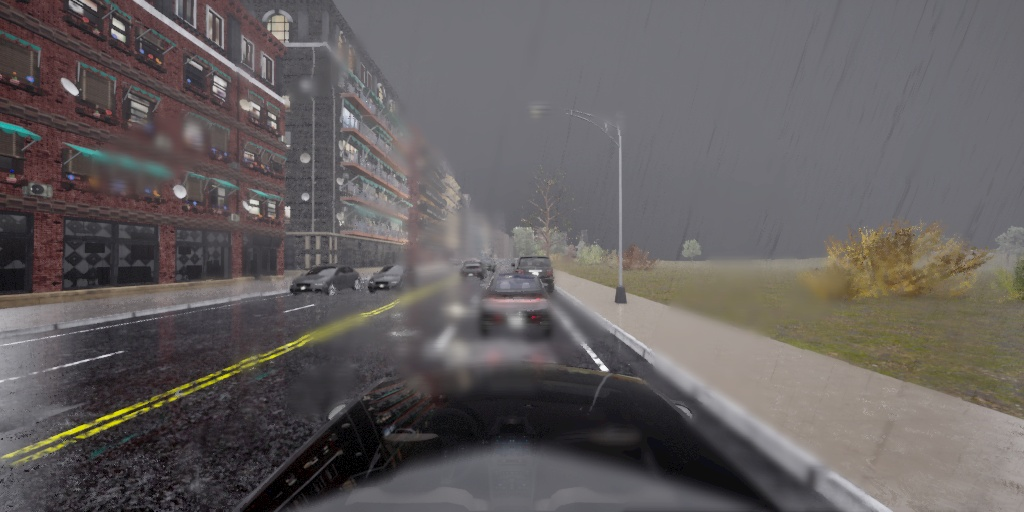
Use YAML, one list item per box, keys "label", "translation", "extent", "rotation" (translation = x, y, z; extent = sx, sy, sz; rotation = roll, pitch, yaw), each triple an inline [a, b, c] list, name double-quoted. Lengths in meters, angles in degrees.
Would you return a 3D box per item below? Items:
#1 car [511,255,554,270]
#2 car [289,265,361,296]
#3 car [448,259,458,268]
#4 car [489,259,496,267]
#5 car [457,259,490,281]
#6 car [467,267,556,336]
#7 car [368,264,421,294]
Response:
- label: "car"
  translation: [1.155, 0.978, 20.294]
  extent: [2.150, 2.045, 5.566]
  rotation: [0, 0, 0]
- label: "car"
  translation: [-9.834, 1.258, 19.304]
  extent: [1.837, 1.490, 4.892]
  rotation: [0, 0, 0]
- label: "car"
  translation: [-9.762, 1.300, 62.146]
  extent: [2.033, 1.411, 5.357]
  rotation: [0, 0, 1]
- label: "car"
  translation: [-3.111, 1.105, 44.856]
  extent: [2.097, 1.767, 4.553]
  rotation: [0, 0, 0]
- label: "car"
  translation: [-3.124, 1.256, 30.303]
  extent: [1.837, 1.490, 4.892]
  rotation: [0, -1, 0]
- label: "car"
  translation: [0.109, 1.243, 10.425]
  extent: [2.128, 1.511, 4.902]
  rotation: [0, 0, 0]
- label: "car"
  translation: [-6.583, 1.258, 20.520]
  extent: [1.837, 1.490, 4.892]
  rotation: [0, 0, 0]
